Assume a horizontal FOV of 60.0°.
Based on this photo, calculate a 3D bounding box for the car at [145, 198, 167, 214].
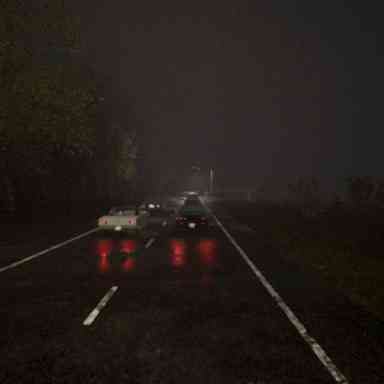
[{"bbox_3d":[-3.454,1.222,30.787,2.033,1.411,5.357,0,1,0],"label":"car"}]

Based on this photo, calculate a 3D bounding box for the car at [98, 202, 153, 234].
[{"bbox_3d":[-3.486,1.412,17.960,1.895,1.301,4.718,0,1,0],"label":"car"}]

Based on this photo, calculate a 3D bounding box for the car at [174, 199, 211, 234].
[{"bbox_3d":[0.013,1.339,17.790,1.812,1.442,4.674,0,1,0],"label":"car"}]

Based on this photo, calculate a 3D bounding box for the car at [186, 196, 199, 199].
[{"bbox_3d":[0.078,1.152,35.191,1.812,1.442,4.674,0,1,0],"label":"car"}]
